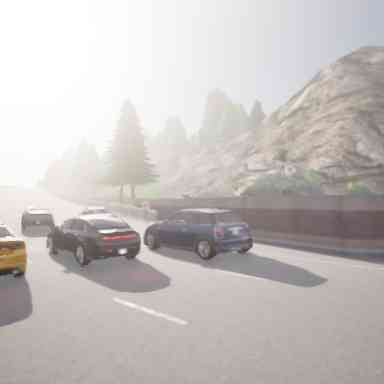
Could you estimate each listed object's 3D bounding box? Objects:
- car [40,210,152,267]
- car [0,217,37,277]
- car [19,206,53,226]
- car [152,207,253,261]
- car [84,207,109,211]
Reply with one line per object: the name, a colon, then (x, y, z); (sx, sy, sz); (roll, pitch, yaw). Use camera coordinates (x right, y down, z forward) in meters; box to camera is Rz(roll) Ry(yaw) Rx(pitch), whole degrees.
car: (-3.669, 1.591, 11.953); (1.837, 1.490, 4.892); (0, -1, -40)
car: (-6.316, 1.573, 9.672); (1.882, 1.535, 5.008); (0, -1, -40)
car: (-10.453, 1.663, 22.434); (2.128, 1.511, 4.902); (0, 0, -27)
car: (0.056, 1.418, 12.941); (2.097, 1.767, 4.553); (0, 0, -43)
car: (-6.450, 1.702, 22.246); (2.033, 1.411, 5.357); (0, 0, -28)
